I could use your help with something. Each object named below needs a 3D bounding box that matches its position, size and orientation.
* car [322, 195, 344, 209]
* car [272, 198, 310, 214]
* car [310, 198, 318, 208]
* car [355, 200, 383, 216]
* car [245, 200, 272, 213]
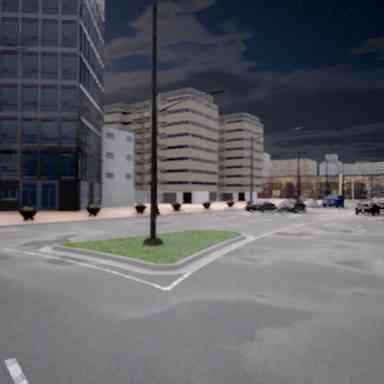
[{"bbox_3d":[21.974,1.480,51.651,2.150,2.045,5.566,0,0,37],"label":"car"},{"bbox_3d":[11.168,1.506,37.258,2.097,1.767,4.553,0,0,37],"label":"car"},{"bbox_3d":[18.775,1.765,53.221,1.812,1.442,4.674,0,0,37],"label":"car"},{"bbox_3d":[18.833,1.695,35.614,2.128,1.511,4.902,0,0,37],"label":"car"},{"bbox_3d":[8.172,1.684,39.101,2.033,1.411,5.357,0,0,37],"label":"car"}]
